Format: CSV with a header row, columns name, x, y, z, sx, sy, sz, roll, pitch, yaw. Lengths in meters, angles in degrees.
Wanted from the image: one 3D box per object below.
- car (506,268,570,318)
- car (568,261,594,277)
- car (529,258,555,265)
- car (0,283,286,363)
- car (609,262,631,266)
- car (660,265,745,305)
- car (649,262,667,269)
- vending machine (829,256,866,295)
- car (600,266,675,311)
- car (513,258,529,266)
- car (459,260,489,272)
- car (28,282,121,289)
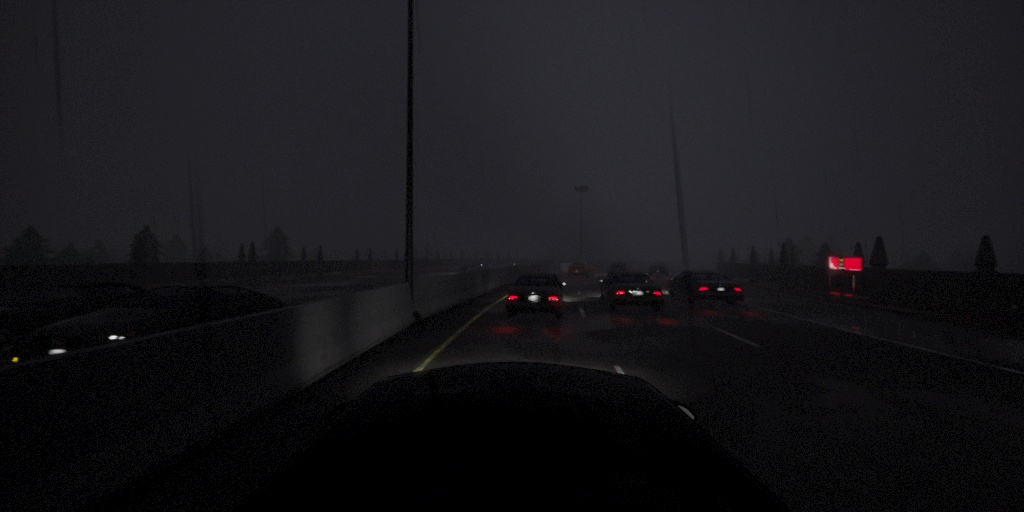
name,x,y,z,sx,sy,sz,roll,pitch,yaw
car,0.965,1.303,13.112,2.033,1.411,5.357,0,0,8
car,6.900,1.260,35.520,1.882,1.535,5.008,0,0,22
car,4.379,1.276,47.214,1.837,1.490,4.892,0,0,28
car,-6.737,1.284,7.397,1.994,1.385,4.181,0,0,4
car,10.633,1.304,35.406,1.837,1.490,4.892,0,0,22
car,8.542,1.337,16.330,2.033,1.411,5.357,0,0,11
car,15.627,1.347,38.095,1.812,1.442,4.674,0,0,25
vending machine,16.763,1.021,18.064,1.100,2.100,0.880,0,0,13
car,4.726,1.319,14.719,2.033,1.411,5.357,0,0,9
car,1.942,1.113,50.081,2.097,1.767,4.553,0,0,29
car,-4.697,1.210,44.457,1.882,1.535,5.008,0,0,24
car,-10.238,1.306,8.174,1.895,1.301,4.718,0,0,4
